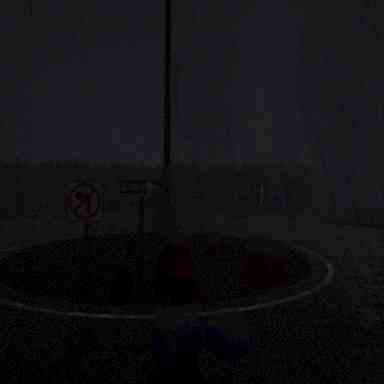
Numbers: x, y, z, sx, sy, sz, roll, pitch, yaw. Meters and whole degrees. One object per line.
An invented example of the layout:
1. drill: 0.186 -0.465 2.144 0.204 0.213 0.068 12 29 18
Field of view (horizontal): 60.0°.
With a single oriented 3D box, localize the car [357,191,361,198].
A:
1. car: 29.001 0.280 59.891 1.994 1.381 4.181 1 1 16
